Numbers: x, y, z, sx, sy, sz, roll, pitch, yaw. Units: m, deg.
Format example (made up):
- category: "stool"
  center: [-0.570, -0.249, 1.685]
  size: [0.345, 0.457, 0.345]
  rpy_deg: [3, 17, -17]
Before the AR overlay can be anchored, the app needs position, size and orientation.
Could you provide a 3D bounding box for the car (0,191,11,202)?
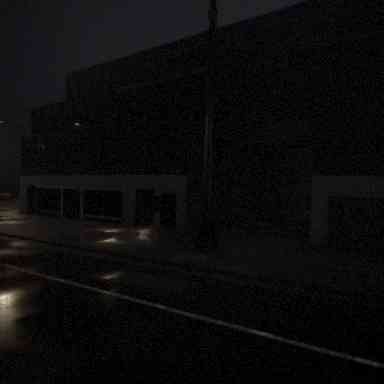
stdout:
- category: "car"
  center: [-27.537, 0.559, 45.583]
  size: [1.882, 1.535, 5.008]
  rpy_deg: [2, 1, 36]
